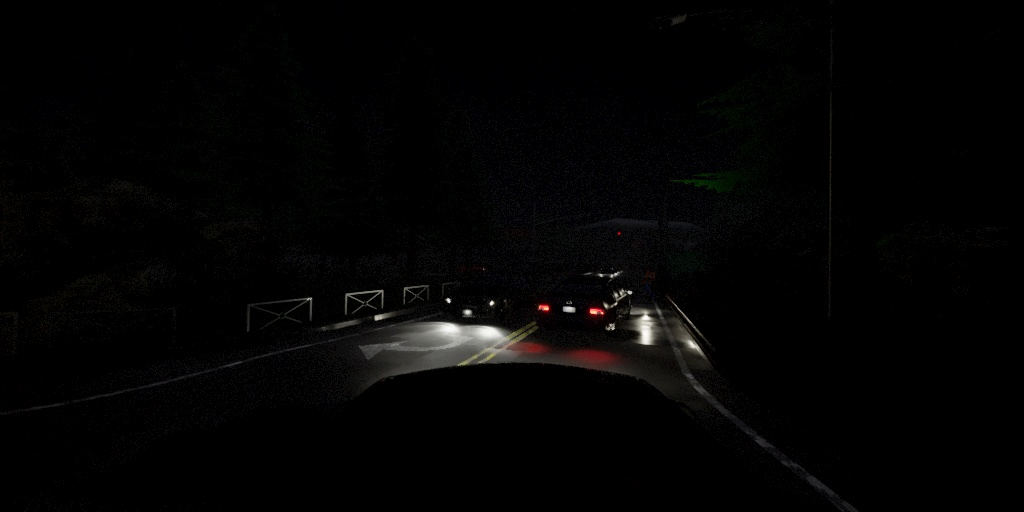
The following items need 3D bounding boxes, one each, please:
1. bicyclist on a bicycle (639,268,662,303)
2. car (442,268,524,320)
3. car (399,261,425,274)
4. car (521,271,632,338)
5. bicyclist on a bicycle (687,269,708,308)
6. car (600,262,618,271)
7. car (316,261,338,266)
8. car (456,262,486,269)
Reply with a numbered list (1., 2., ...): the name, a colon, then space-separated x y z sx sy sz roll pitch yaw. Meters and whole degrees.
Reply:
1. bicyclist on a bicycle: 6.384 1.361 16.484 1.656 1.620 0.582 1 -1 -32
2. car: -0.395 1.273 12.749 2.033 1.411 5.357 1 -1 19
3. car: -13.884 1.479 47.703 4.553 1.767 2.097 1 -1 20
4. car: 2.276 1.289 10.266 2.033 1.411 5.357 1 -1 24
5. bicyclist on a bicycle: 7.833 1.372 15.106 1.656 1.620 0.582 1 -1 -35
6. car: 15.462 2.022 57.932 2.097 1.767 4.553 1 -1 20
7. car: -25.738 1.493 52.343 4.674 1.442 1.812 1 -1 24
8. car: -4.994 1.604 44.528 4.553 1.767 2.097 1 -1 20
